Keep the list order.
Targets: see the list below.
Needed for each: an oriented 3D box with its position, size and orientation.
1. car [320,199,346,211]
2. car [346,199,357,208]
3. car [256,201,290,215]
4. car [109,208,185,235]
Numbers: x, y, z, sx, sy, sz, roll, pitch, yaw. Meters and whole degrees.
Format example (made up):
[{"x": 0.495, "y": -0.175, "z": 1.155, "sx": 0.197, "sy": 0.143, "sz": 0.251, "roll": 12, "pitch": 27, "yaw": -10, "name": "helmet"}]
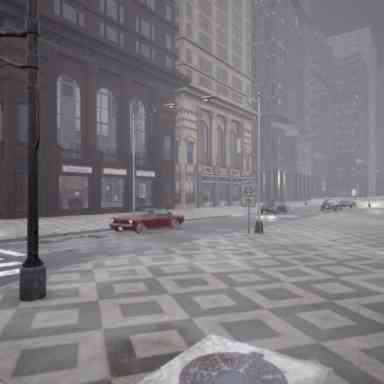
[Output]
[{"x": 17.832, "y": 1.655, "z": 42.523, "sx": 1.812, "sy": 1.442, "sz": 4.674, "roll": 0, "pitch": 0, "yaw": 36, "name": "car"}, {"x": 23.736, "y": 1.702, "z": 50.766, "sx": 2.033, "sy": 1.411, "sz": 5.357, "roll": 0, "pitch": 0, "yaw": 36, "name": "car"}, {"x": 8.735, "y": 1.653, "z": 35.288, "sx": 2.033, "sy": 1.411, "sz": 5.357, "roll": 0, "pitch": 0, "yaw": 36, "name": "car"}, {"x": -2.544, "y": 1.650, "z": 19.556, "sx": 1.895, "sy": 1.301, "sz": 4.718, "roll": 0, "pitch": 0, "yaw": 36, "name": "car"}]
